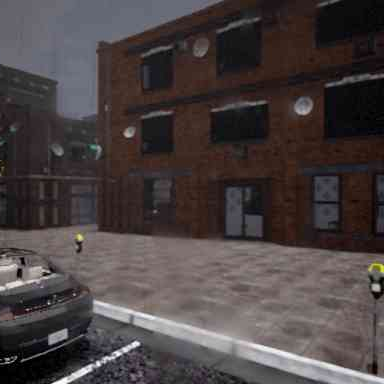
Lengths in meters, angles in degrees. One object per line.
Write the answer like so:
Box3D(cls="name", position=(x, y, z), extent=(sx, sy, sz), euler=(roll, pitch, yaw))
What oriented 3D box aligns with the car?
Box3D(cls="car", position=(-3.482, 1.625, 5.482), extent=(4.403, 1.369, 2.008), euler=(-1, 0, 35))
